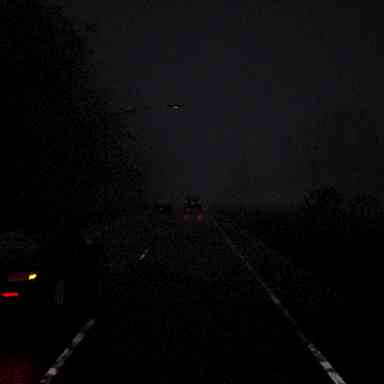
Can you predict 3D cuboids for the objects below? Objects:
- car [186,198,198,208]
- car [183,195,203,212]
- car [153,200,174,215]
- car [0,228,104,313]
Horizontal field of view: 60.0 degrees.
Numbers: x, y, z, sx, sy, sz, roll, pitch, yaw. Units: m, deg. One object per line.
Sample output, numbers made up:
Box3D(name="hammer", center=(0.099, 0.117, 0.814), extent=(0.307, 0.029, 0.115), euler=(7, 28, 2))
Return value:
Box3D(name="car", center=(-0.006, 1.651, 51.652), extent=(1.812, 1.442, 4.674), euler=(0, 0, 0))
Box3D(name="car", center=(0.084, 1.319, 39.947), extent=(2.150, 2.045, 5.566), euler=(0, 0, 1))
Box3D(name="car", center=(-3.019, 1.563, 35.653), extent=(1.882, 1.535, 5.008), euler=(0, 0, 2))
Box3D(name="car", center=(-3.403, 1.543, 7.558), extent=(1.812, 1.442, 4.674), euler=(0, 0, 0))
